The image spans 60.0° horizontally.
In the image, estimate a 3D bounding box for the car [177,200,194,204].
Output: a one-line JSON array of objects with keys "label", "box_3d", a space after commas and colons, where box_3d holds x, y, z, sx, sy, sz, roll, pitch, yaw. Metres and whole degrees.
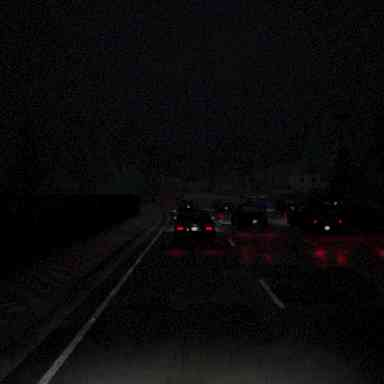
[{"label": "car", "box_3d": [-0.640, 1.540, 36.785, 1.994, 1.385, 4.181, 0, 0, -7]}]

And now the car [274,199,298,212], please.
[{"label": "car", "box_3d": [10.607, 1.502, 37.286, 1.812, 1.442, 4.674, 0, 0, 0]}]

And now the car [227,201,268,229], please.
[{"label": "car", "box_3d": [3.604, 1.512, 21.351, 1.812, 1.442, 4.674, 0, 0, 0]}]

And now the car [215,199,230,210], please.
[{"label": "car", "box_3d": [3.607, 1.502, 37.298, 1.812, 1.442, 4.674, 0, 0, 0]}]

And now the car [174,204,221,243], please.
[{"label": "car", "box_3d": [0.103, 1.537, 15.952, 2.033, 1.411, 5.357, 0, 0, 0]}]

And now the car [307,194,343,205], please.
[{"label": "car", "box_3d": [14.095, 1.199, 35.383, 2.150, 2.045, 5.566, 0, 0, 0]}]

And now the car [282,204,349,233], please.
[{"label": "car", "box_3d": [7.104, 1.588, 19.677, 1.895, 1.301, 4.718, 0, 0, 0]}]

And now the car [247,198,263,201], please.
[{"label": "car", "box_3d": [7.107, 1.454, 37.819, 1.882, 1.535, 5.008, 0, 0, 0]}]

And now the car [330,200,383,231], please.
[{"label": "car", "box_3d": [10.604, 1.492, 20.536, 1.837, 1.490, 4.892, 0, 0, 0]}]
